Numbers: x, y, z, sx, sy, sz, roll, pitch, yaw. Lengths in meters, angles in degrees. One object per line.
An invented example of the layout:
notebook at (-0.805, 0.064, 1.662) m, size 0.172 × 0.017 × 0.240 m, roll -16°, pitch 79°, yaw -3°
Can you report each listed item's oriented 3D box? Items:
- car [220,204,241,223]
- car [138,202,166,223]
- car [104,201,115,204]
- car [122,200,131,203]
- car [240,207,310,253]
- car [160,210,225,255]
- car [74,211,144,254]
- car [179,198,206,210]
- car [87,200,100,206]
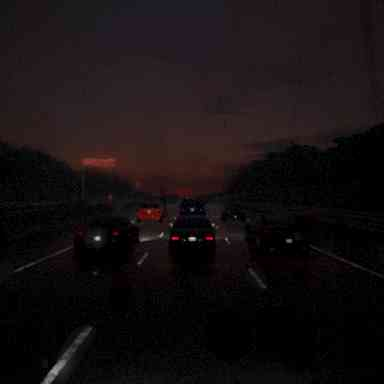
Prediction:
car at (3.529, 1.824, 29.311) m, size 2.128 × 1.511 × 4.902 m, roll 0°, pitch -1°, yaw 0°
car at (-3.472, 1.679, 29.099) m, size 2.097 × 1.767 × 4.553 m, roll 0°, pitch -1°, yaw 0°
car at (-17.439, 2.539, 71.021) m, size 1.994 × 1.385 × 4.181 m, roll 0°, pitch -1°, yaw 0°
car at (-13.939, 2.465, 71.019) m, size 1.882 × 1.535 × 5.008 m, roll 0°, pitch -1°, yaw 0°
car at (3.518, 1.629, 14.483) m, size 1.882 × 1.535 × 5.008 m, roll 0°, pitch 0°, yaw 0°
car at (0.013, 1.693, 14.007) m, size 2.033 × 1.411 × 5.357 m, roll 0°, pitch -1°, yaw 0°
car at (-3.484, 1.713, 14.298) m, size 1.994 × 1.385 × 4.181 m, roll 0°, pitch -1°, yaw 0°
car at (0.026, 1.544, 29.032) m, size 2.150 × 2.045 × 5.566 m, roll 0°, pitch -1°, yaw 0°
car at (-20.939, 2.511, 71.025) m, size 1.812 × 1.442 × 4.674 m, roll 0°, pitch -1°, yaw 0°
